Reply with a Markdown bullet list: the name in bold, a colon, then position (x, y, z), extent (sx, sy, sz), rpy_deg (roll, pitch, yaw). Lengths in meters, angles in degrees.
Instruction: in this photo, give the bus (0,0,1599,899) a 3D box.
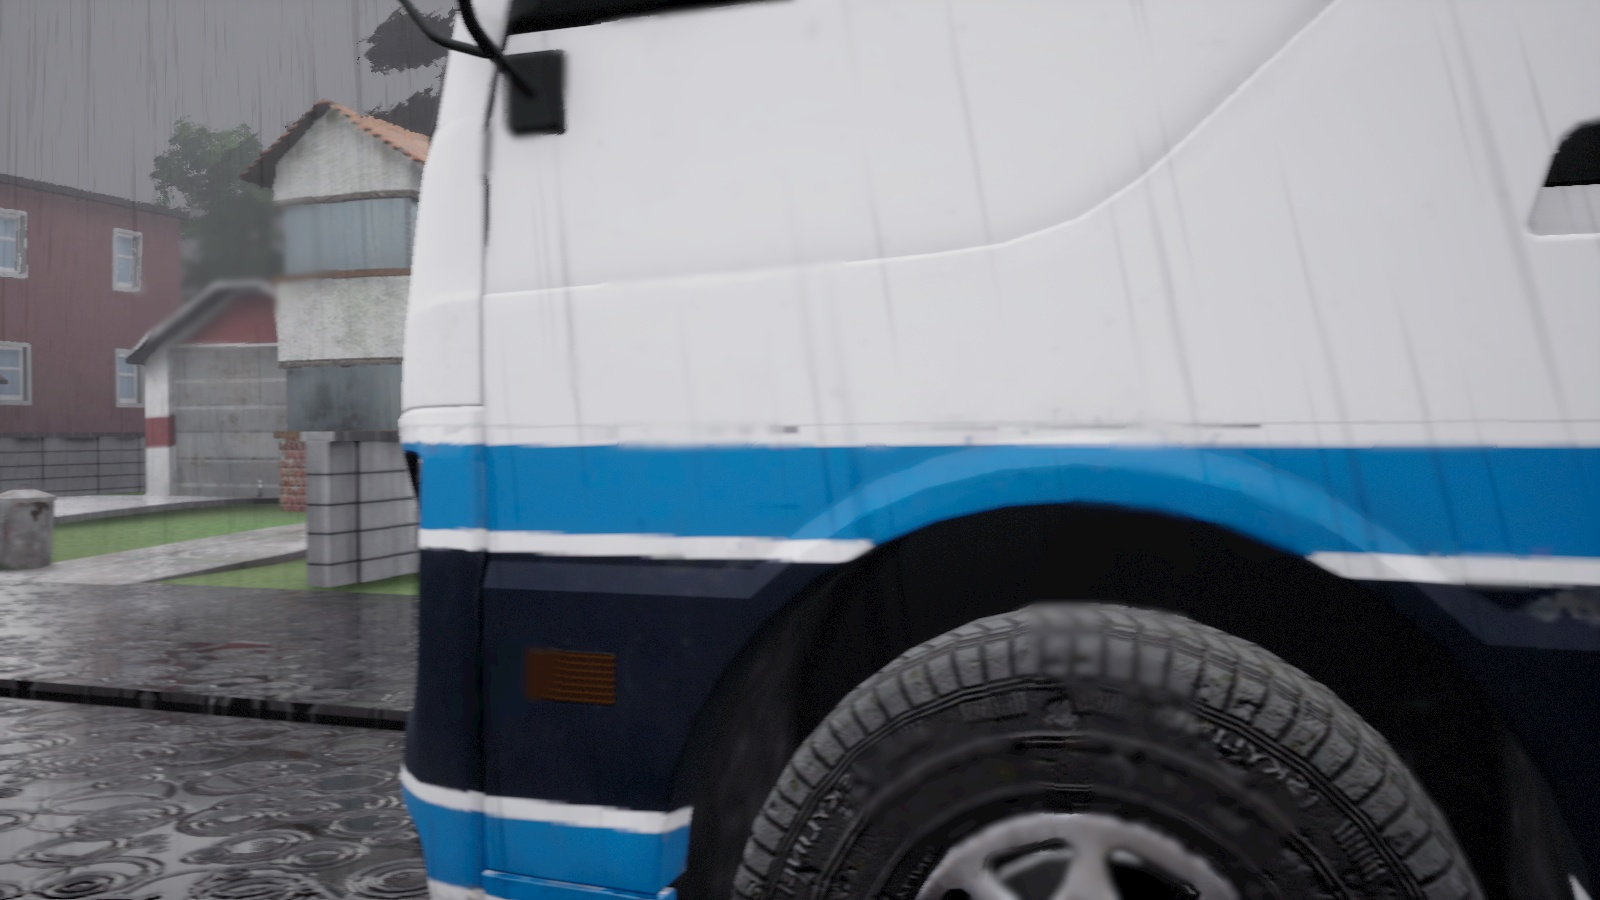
- **bus**: position (3.629, -0.576, 2.477), extent (10.273, 4.253, 3.944), rpy_deg (1, 1, 19)
